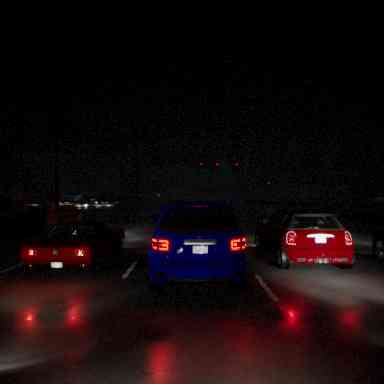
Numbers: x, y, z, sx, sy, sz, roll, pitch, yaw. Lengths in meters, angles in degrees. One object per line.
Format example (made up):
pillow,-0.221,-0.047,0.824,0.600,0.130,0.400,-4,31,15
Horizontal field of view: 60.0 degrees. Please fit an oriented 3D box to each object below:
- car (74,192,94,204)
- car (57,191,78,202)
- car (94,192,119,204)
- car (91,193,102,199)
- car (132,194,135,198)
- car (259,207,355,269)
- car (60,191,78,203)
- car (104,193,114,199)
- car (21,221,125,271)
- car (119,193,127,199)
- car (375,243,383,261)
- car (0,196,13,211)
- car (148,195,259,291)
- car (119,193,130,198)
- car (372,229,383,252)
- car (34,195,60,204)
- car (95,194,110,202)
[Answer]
car,-18.113,1.230,57.489,2.128,1.511,4.902,0,0,0
car,-25.148,0.904,67.488,2.150,2.045,5.566,0,0,-1
car,-14.630,0.960,57.391,2.150,2.045,5.566,0,0,-1
car,-26.170,1.075,91.475,2.033,1.411,5.357,0,0,-7
car,-14.768,1.152,78.578,2.033,1.411,5.357,0,0,-1
car,3.516,1.336,11.234,2.097,1.767,4.553,0,0,0
car,-21.612,0.941,59.430,2.150,2.045,5.566,0,1,0
car,-22.316,1.087,89.545,2.033,1.411,5.357,0,0,-7
car,-3.479,1.585,10.776,1.895,1.301,4.718,0,0,0
car,-19.420,1.019,93.572,1.837,1.490,4.892,0,0,-7
car,3.596,1.490,2.091,2.128,1.511,4.902,0,0,0
car,-21.411,1.220,35.926,2.097,1.767,4.553,0,0,-1
car,0.051,1.208,9.136,2.150,2.045,5.566,0,0,-2
car,-14.654,1.215,68.094,2.033,1.411,5.357,0,0,-1
car,7.027,1.478,9.334,2.128,1.511,4.902,0,0,0
car,-25.104,1.288,57.104,2.033,1.411,5.357,0,0,0
car,-18.149,1.202,67.648,1.812,1.442,4.674,0,0,-1
